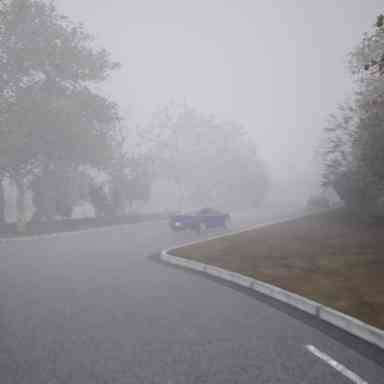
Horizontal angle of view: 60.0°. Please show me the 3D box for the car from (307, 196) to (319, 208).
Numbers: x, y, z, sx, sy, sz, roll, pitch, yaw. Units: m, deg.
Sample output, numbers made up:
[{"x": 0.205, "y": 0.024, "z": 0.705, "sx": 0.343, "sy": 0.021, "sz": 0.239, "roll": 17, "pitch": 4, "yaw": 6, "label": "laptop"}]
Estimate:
[{"x": 17.444, "y": 1.299, "z": 46.028, "sx": 2.097, "sy": 1.767, "sz": 4.553, "roll": -1, "pitch": -1, "yaw": 34, "label": "car"}]

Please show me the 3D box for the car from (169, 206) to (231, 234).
[{"x": 0.608, "y": 1.599, "z": 20.331, "sx": 1.882, "sy": 1.535, "sz": 5.008, "roll": -2, "pitch": -1, "yaw": 34, "label": "car"}]
